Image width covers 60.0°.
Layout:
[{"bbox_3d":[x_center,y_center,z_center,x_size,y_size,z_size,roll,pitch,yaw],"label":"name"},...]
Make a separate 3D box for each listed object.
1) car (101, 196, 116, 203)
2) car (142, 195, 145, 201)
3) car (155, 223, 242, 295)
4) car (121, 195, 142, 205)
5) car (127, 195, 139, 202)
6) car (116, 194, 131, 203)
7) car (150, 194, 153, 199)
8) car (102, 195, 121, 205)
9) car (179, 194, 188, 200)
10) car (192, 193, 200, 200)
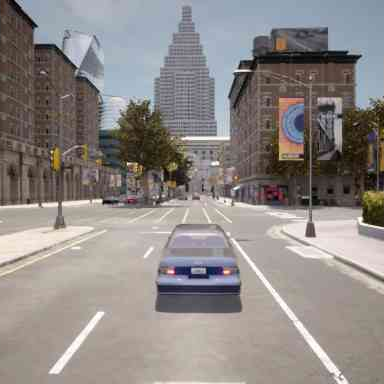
[{"bbox_3d":[-17.406,1.595,69.730,1.895,1.301,4.718,0,0,1],"label":"car"},{"bbox_3d":[-10.658,1.500,69.556,1.837,1.490,4.892,0,0,1],"label":"car"},{"bbox_3d":[0.169,1.547,8.841,2.033,1.411,5.357,0,0,1],"label":"car"},{"bbox_3d":[-10.848,1.478,59.760,1.882,1.535,5.008,0,0,1],"label":"car"},{"bbox_3d":[-14.044,1.478,78.783,1.882,1.535,5.008,0,0,1],"label":"car"},{"bbox_3d":[-14.169,1.355,68.684,2.097,1.767,4.553,0,0,1],"label":"car"},{"bbox_3d":[-10.534,1.355,79.545,2.097,1.767,4.553,0,0,1],"label":"car"},{"bbox_3d":[-14.367,1.601,58.578,1.895,1.301,4.718,0,0,1],"label":"car"},{"bbox_3d":[-2.410,1.540,89.562,2.033,1.411,5.357,0,0,1],"label":"car"},{"bbox_3d":[1.095,1.350,89.921,2.097,1.767,4.553,0,0,1],"label":"car"}]
